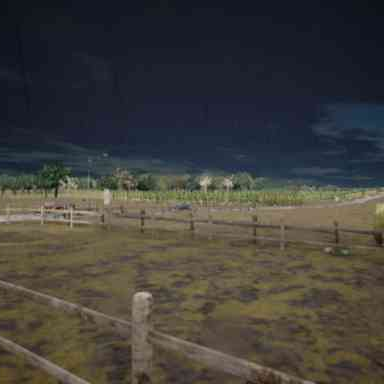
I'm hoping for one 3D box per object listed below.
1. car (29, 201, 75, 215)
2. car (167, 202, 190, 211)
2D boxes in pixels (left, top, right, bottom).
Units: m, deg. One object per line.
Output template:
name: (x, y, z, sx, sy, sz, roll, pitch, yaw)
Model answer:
car: (-15.570, 1.783, 37.120, 1.882, 1.535, 5.008, 1, 0, 35)
car: (-2.194, 2.385, 56.009, 1.837, 1.490, 4.892, 1, -1, 36)
